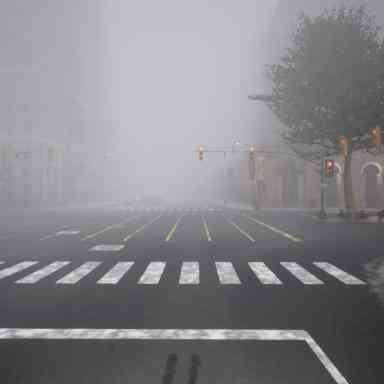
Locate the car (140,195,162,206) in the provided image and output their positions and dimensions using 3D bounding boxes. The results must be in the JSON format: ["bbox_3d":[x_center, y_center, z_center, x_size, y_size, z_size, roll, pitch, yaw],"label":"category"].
[{"bbox_3d":[-6.638,1.352,54.154,2.097,1.767,4.553,0,0,1],"label":"car"}]

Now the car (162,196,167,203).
[{"bbox_3d":[-6.538,1.492,63.295,2.128,1.511,4.902,0,0,2],"label":"car"}]

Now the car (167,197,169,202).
[{"bbox_3d":[-6.323,1.524,73.568,1.812,1.442,4.674,0,0,1],"label":"car"}]

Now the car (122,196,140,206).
[{"bbox_3d":[-10.121,1.601,54.845,1.895,1.301,4.718,0,0,1],"label":"car"}]

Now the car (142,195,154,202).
[{"bbox_3d":[-9.806,1.524,74.555,1.812,1.442,4.674,0,0,1],"label":"car"}]

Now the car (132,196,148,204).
[{"bbox_3d":[-10.008,1.547,64.597,2.033,1.411,5.357,0,0,2],"label":"car"}]
